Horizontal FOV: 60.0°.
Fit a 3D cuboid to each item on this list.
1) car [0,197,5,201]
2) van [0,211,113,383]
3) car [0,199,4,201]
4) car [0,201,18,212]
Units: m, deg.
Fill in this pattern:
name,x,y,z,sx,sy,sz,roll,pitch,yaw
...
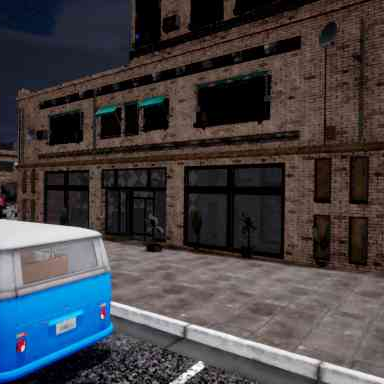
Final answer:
name,x,y,z,sx,sy,sz,roll,pitch,yaw
car,-22.870,1.411,36.222,2.192,1.841,5.009,0,0,36
van,-2.989,1.340,4.993,3.998,1.788,1.690,0,1,36
car,-21.779,1.684,33.341,1.994,1.385,4.181,1,0,36
car,-16.117,1.793,31.264,1.947,1.339,4.313,0,0,36
